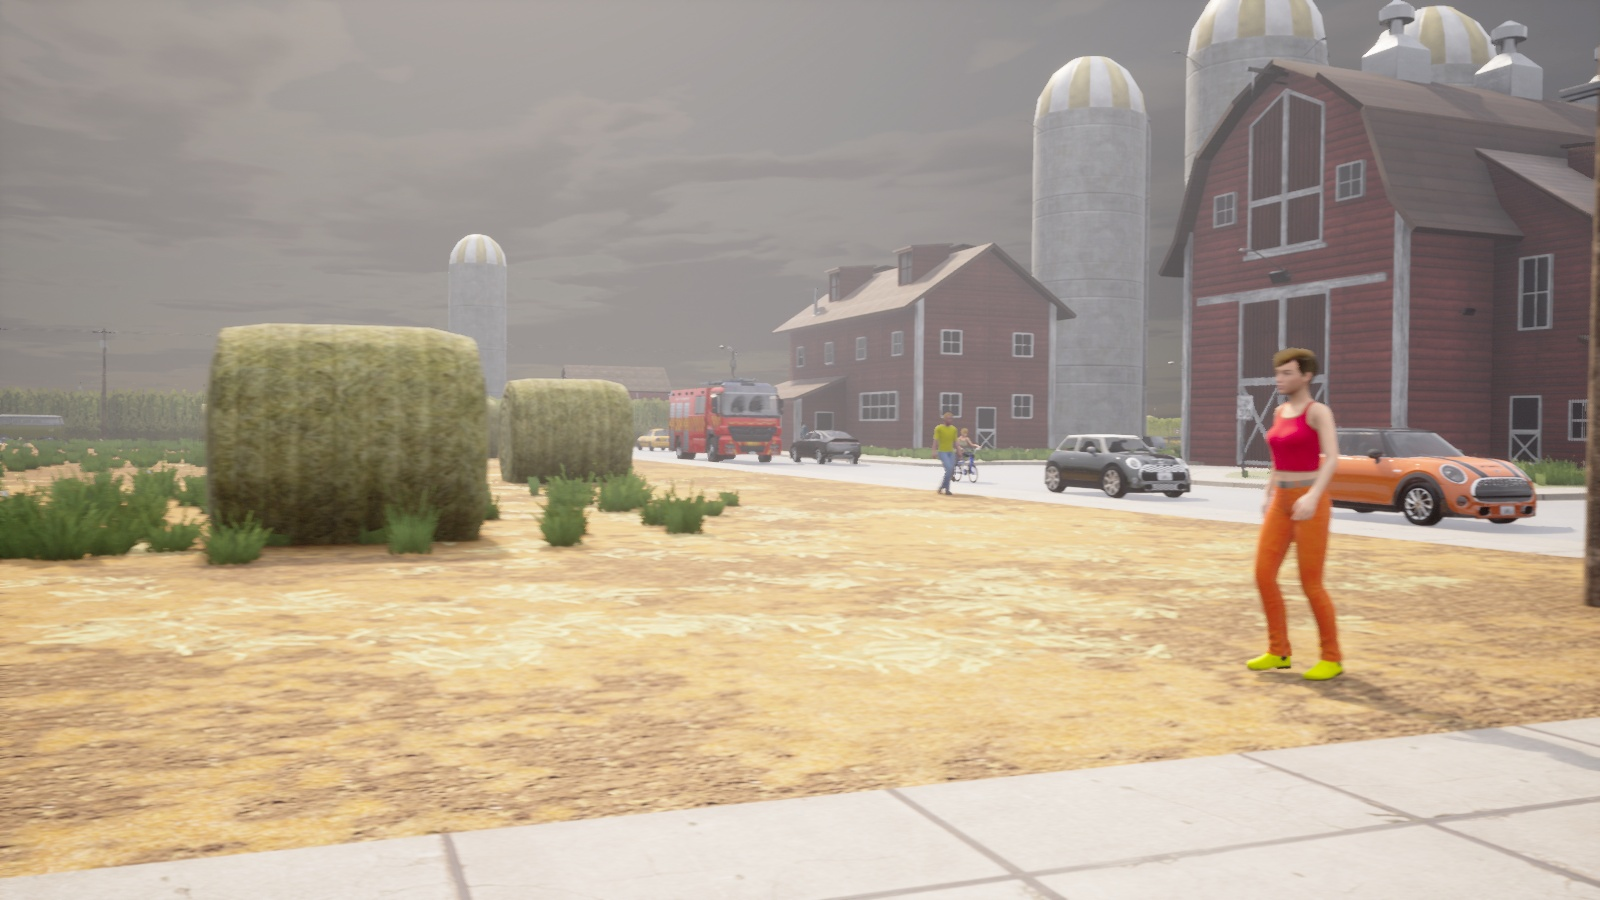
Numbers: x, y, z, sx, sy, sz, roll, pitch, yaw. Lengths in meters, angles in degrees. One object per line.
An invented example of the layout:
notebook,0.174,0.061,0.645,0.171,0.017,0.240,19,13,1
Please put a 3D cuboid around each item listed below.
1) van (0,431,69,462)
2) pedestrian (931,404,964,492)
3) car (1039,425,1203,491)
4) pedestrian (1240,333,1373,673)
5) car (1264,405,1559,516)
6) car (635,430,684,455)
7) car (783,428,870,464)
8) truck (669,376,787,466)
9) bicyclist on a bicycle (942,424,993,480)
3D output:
van,-51.563,-0.257,83.852,4.442,1.987,1.775,-1,1,-21
pedestrian,3.144,-0.047,26.811,0.354,1.836,0.706,-1,1,-25
car,7.688,0.158,30.441,1.970,1.475,3.806,-1,1,-22
pedestrian,2.827,0.280,7.013,0.594,1.836,0.345,-1,1,-16
car,10.820,0.140,22.637,2.097,1.767,4.553,-1,1,-22
car,-9.195,-0.521,81.884,1.801,1.575,5.366,-1,1,-22
car,1.123,-0.199,56.187,2.128,1.511,4.902,-1,1,-22
truck,-3.489,-1.304,58.233,2.891,3.827,8.468,-1,1,-22
bicyclist on a bicycle,4.951,0.048,37.239,0.866,1.612,1.509,-1,1,-22
